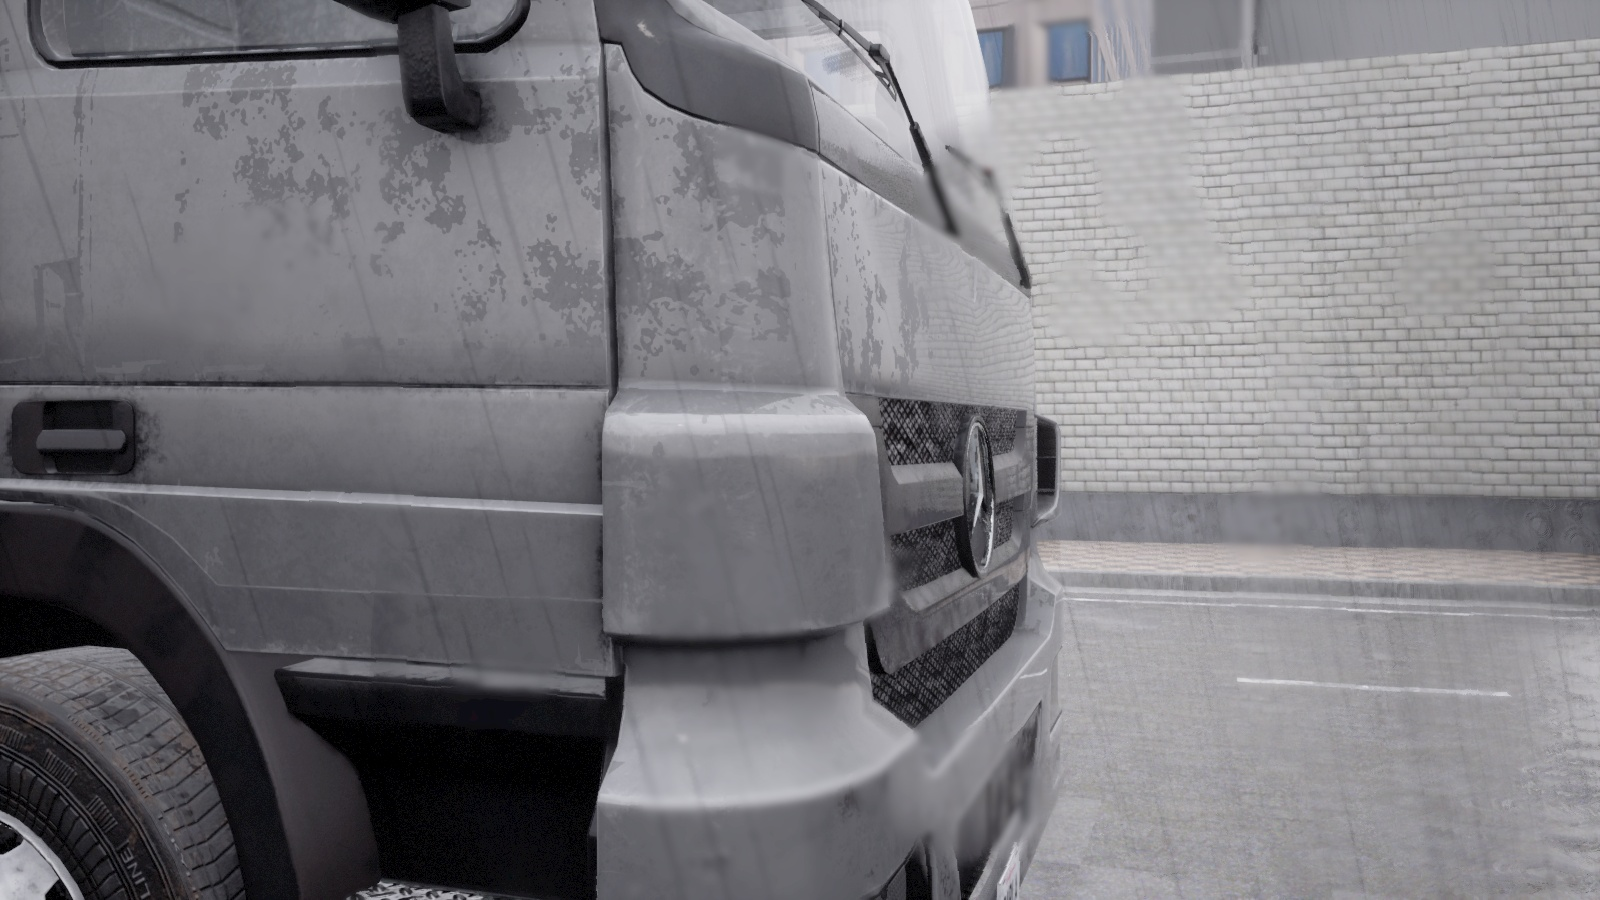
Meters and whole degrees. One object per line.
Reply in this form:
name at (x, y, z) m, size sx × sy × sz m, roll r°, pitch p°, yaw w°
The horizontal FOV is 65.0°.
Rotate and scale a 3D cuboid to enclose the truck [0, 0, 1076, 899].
truck at (-3.267, -0.236, 4.278) m, size 7.936 × 3.462 × 2.891 m, roll 1°, pitch 1°, yaw 19°
